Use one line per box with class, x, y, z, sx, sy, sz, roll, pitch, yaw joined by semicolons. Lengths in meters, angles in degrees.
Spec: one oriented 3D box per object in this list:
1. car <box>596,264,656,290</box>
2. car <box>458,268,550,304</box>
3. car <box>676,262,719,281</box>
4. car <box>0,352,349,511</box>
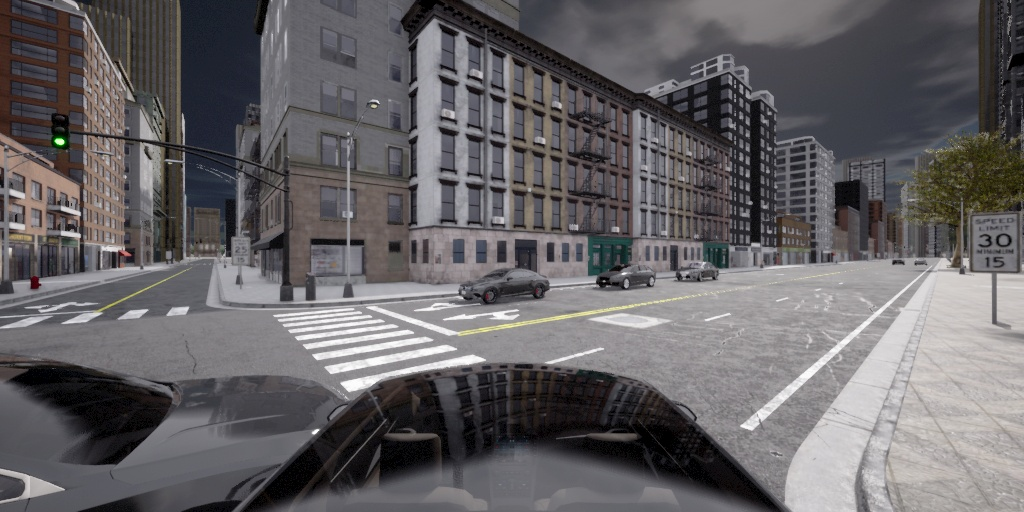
car;7.362;1.255;22.932;4.892;1.490;1.837;0;0;-40
car;-0.250;1.285;16.610;4.674;1.442;1.812;0;0;-40
car;15.290;1.232;29.503;4.902;1.511;2.128;0;0;-40
car;-3.244;1.257;1.600;4.892;1.490;1.837;0;0;-35
